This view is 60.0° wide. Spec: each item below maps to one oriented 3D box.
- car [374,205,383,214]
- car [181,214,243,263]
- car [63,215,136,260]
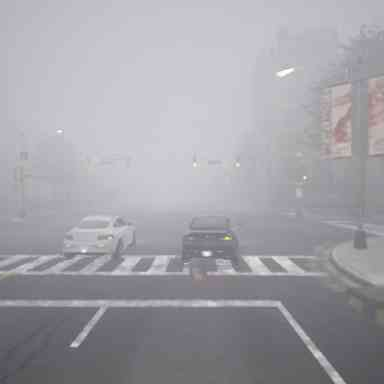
[{"bbox_3d":[23.017,1.723,37.298,4.892,1.490,1.837,0,0,0],"label":"car"},{"bbox_3d":[0.821,1.575,12.266,1.837,1.490,4.892,-1,0,9],"label":"car"},{"bbox_3d":[-3.363,1.597,12.693,1.812,1.442,4.674,0,0,0],"label":"car"}]
